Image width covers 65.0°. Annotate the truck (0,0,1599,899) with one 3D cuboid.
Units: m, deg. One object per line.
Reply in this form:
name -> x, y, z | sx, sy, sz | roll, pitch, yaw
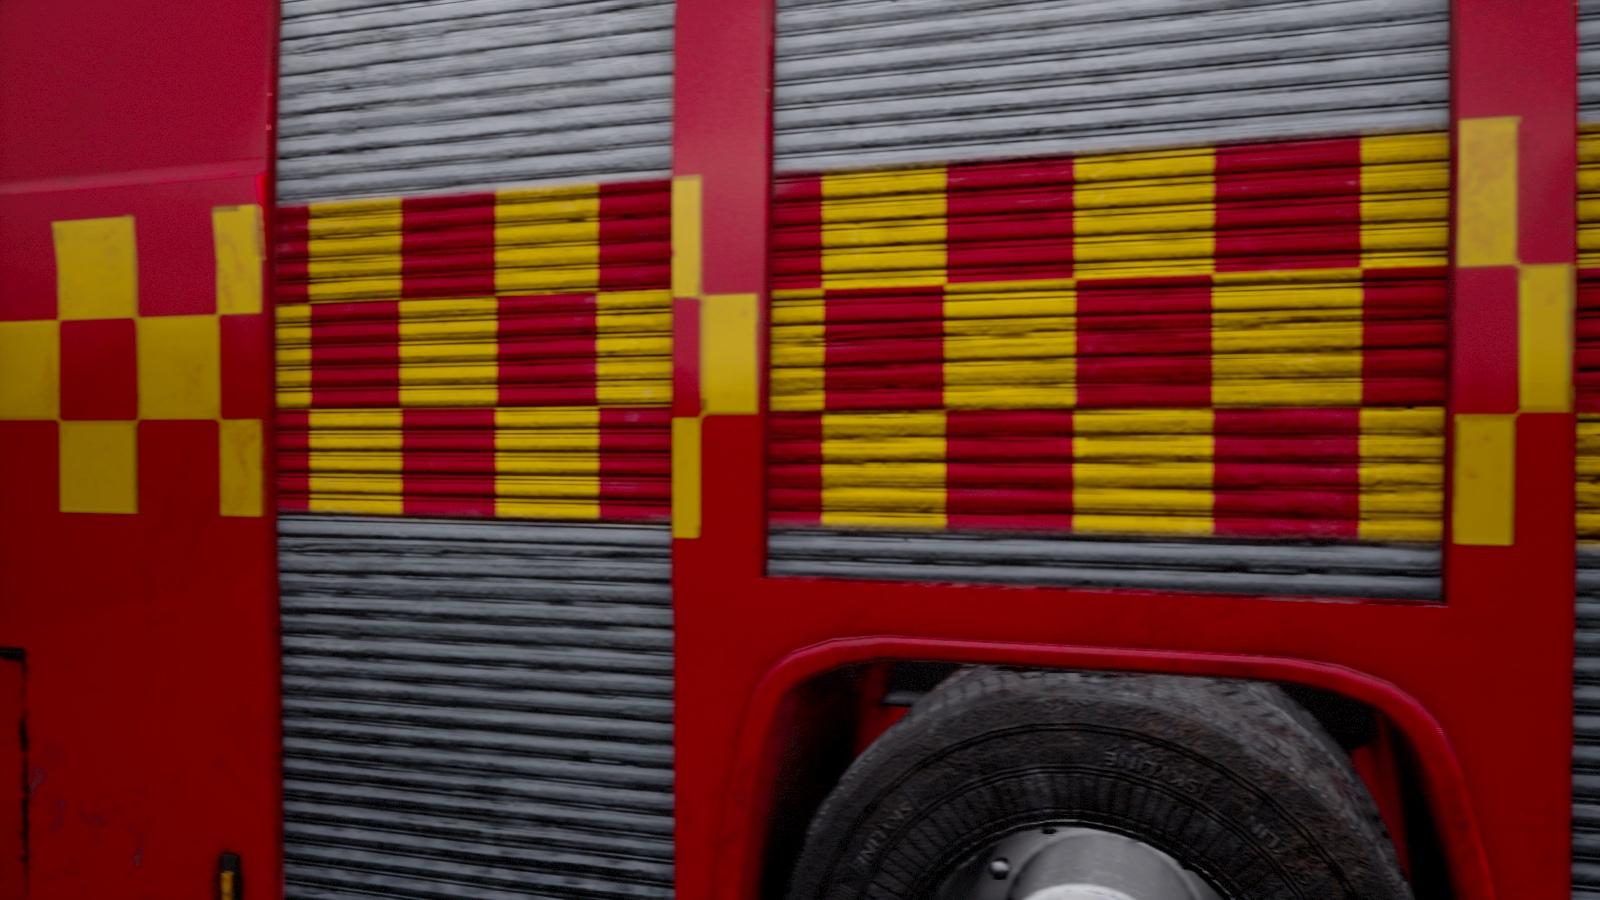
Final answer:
truck -> -1.919, -0.423, 4.349 | 8.468, 3.827, 2.891 | 1, 1, 19
